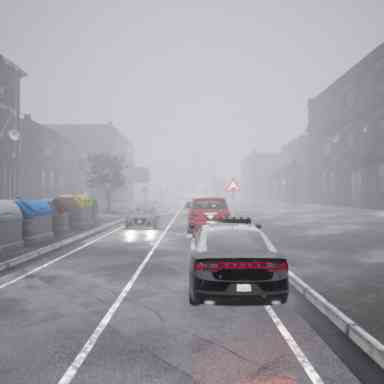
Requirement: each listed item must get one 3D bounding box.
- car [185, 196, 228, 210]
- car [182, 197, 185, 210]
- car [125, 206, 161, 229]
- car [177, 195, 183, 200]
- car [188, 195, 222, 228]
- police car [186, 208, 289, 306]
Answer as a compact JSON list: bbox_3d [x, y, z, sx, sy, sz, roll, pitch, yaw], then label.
[{"bbox_3d":[0.857,1.264,18.188,2.150,2.045,5.566,0,0,0],"label":"car"},{"bbox_3d":[-0.072,1.655,44.935,1.812,1.442,4.674,0,0,0],"label":"car"},{"bbox_3d":[-3.152,1.619,22.022,1.994,1.385,4.181,0,0,0],"label":"car"},{"bbox_3d":[-3.223,1.596,92.518,1.837,1.490,4.892,0,0,0],"label":"car"},{"bbox_3d":[0.842,1.288,24.189,2.150,2.045,5.566,0,0,0],"label":"car"},{"bbox_3d":[0.880,1.436,8.264,1.930,1.638,5.238,0,0,0],"label":"police car"}]
